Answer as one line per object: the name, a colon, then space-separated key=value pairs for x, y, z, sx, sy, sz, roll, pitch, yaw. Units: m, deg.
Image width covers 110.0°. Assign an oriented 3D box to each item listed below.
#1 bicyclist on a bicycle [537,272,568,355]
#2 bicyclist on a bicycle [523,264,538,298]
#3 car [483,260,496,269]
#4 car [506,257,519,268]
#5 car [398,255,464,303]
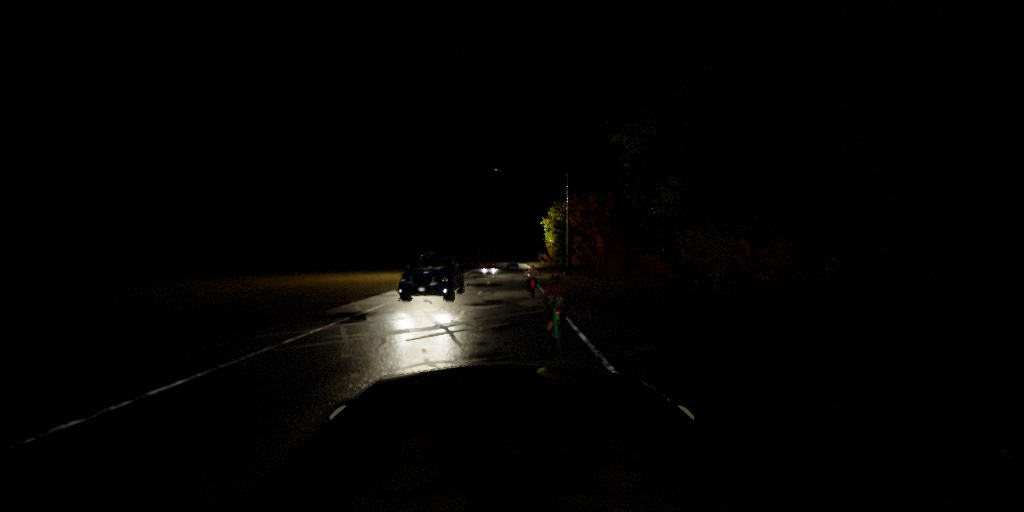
bicyclist on a bicycle: x=0.961 y=1.202 z=7.794 sx=0.582 sy=1.620 sz=1.656 roll=0 pitch=0 yaw=0
bicyclist on a bicycle: x=0.984 y=1.185 z=17.432 sx=0.866 sy=1.612 sz=1.509 roll=0 pitch=0 yaw=0
car: x=-3.594 y=1.346 z=57.311 sx=1.895 sy=1.301 sz=4.718 roll=0 pitch=0 yaw=0
car: x=0.082 y=1.293 z=58.697 sx=2.033 sy=1.411 sz=5.357 roll=0 pitch=0 yaw=0
car: x=-3.605 y=0.970 z=17.060 sx=2.150 sy=2.045 sz=5.566 roll=0 pitch=0 yaw=0
